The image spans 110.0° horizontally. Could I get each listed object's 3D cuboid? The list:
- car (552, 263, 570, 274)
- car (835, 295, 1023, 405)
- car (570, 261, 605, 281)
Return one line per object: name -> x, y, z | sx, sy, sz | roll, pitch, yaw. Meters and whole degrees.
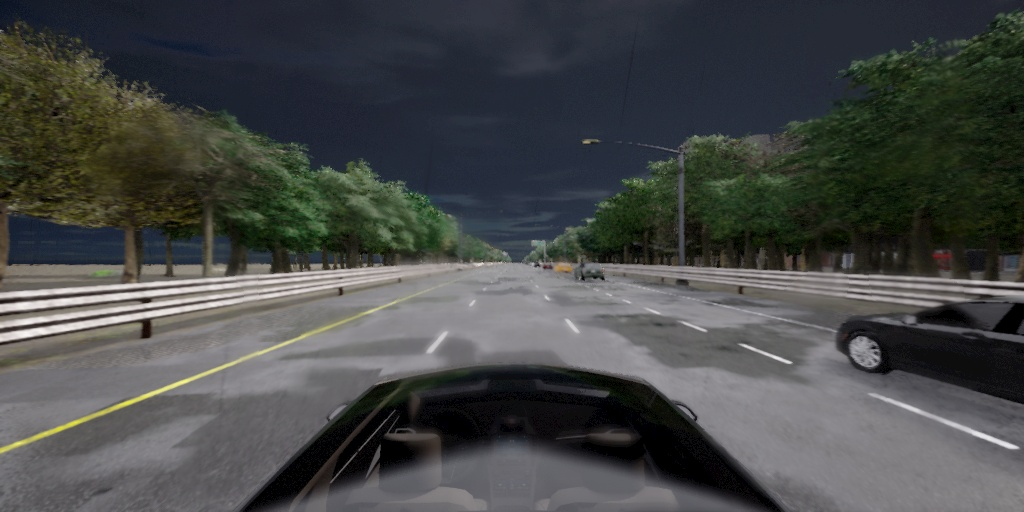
car -> 7.126, 1.715, 49.812 | 1.882, 1.535, 5.008 | 0, -1, 0
car -> 7.001, 1.269, 4.730 | 1.837, 1.490, 4.892 | 0, 0, 0
car -> 7.054, 1.350, 33.205 | 2.097, 1.767, 4.553 | 0, -1, 0
